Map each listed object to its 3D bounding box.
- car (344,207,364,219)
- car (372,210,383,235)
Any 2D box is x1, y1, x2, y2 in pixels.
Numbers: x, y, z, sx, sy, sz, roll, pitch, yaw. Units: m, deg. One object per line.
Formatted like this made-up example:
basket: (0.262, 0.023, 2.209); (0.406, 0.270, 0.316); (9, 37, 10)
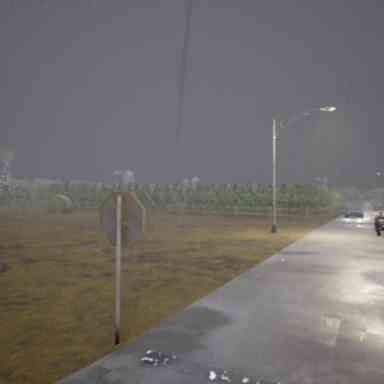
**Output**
car: (19.392, 2.447, 39.697); (1.994, 1.385, 4.181); (-1, -2, 28)
car: (12.804, 1.909, 21.369); (2.128, 1.511, 4.902); (-1, -1, 28)
